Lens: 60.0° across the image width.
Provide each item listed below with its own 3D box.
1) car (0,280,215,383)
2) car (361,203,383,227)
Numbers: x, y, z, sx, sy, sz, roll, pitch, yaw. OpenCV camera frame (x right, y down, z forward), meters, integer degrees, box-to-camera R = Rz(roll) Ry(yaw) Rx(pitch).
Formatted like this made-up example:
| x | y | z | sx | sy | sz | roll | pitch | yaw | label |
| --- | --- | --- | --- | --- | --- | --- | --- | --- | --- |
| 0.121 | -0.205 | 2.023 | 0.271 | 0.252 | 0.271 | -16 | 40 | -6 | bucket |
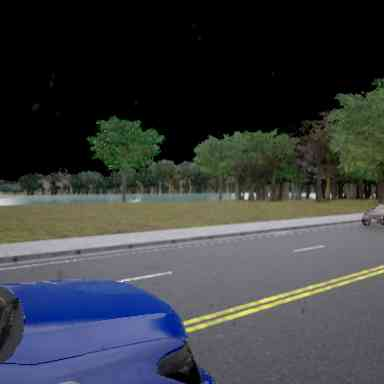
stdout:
| x | y | z | sx | sy | sz | roll | pitch | yaw | label |
| --- | --- | --- | --- | --- | --- | --- | --- | --- | --- |
| -2.473 | 1.230 | 1.678 | 5.566 | 2.045 | 2.150 | -1 | 0 | -35 | car |
| 12.307 | 1.366 | 20.423 | 4.674 | 1.442 | 1.812 | -1 | 0 | -36 | car |
